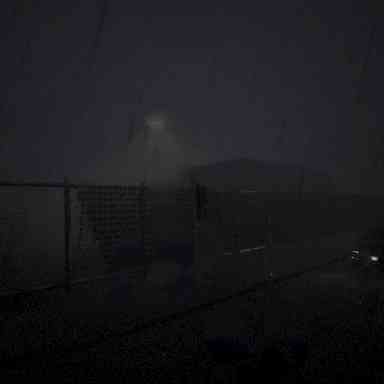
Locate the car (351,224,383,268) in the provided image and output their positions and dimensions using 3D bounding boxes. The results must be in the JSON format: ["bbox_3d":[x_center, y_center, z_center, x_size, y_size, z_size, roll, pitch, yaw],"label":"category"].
[{"bbox_3d":[7.737,2.012,12.836,1.837,1.490,4.892,-6,-5,44],"label":"car"}]
